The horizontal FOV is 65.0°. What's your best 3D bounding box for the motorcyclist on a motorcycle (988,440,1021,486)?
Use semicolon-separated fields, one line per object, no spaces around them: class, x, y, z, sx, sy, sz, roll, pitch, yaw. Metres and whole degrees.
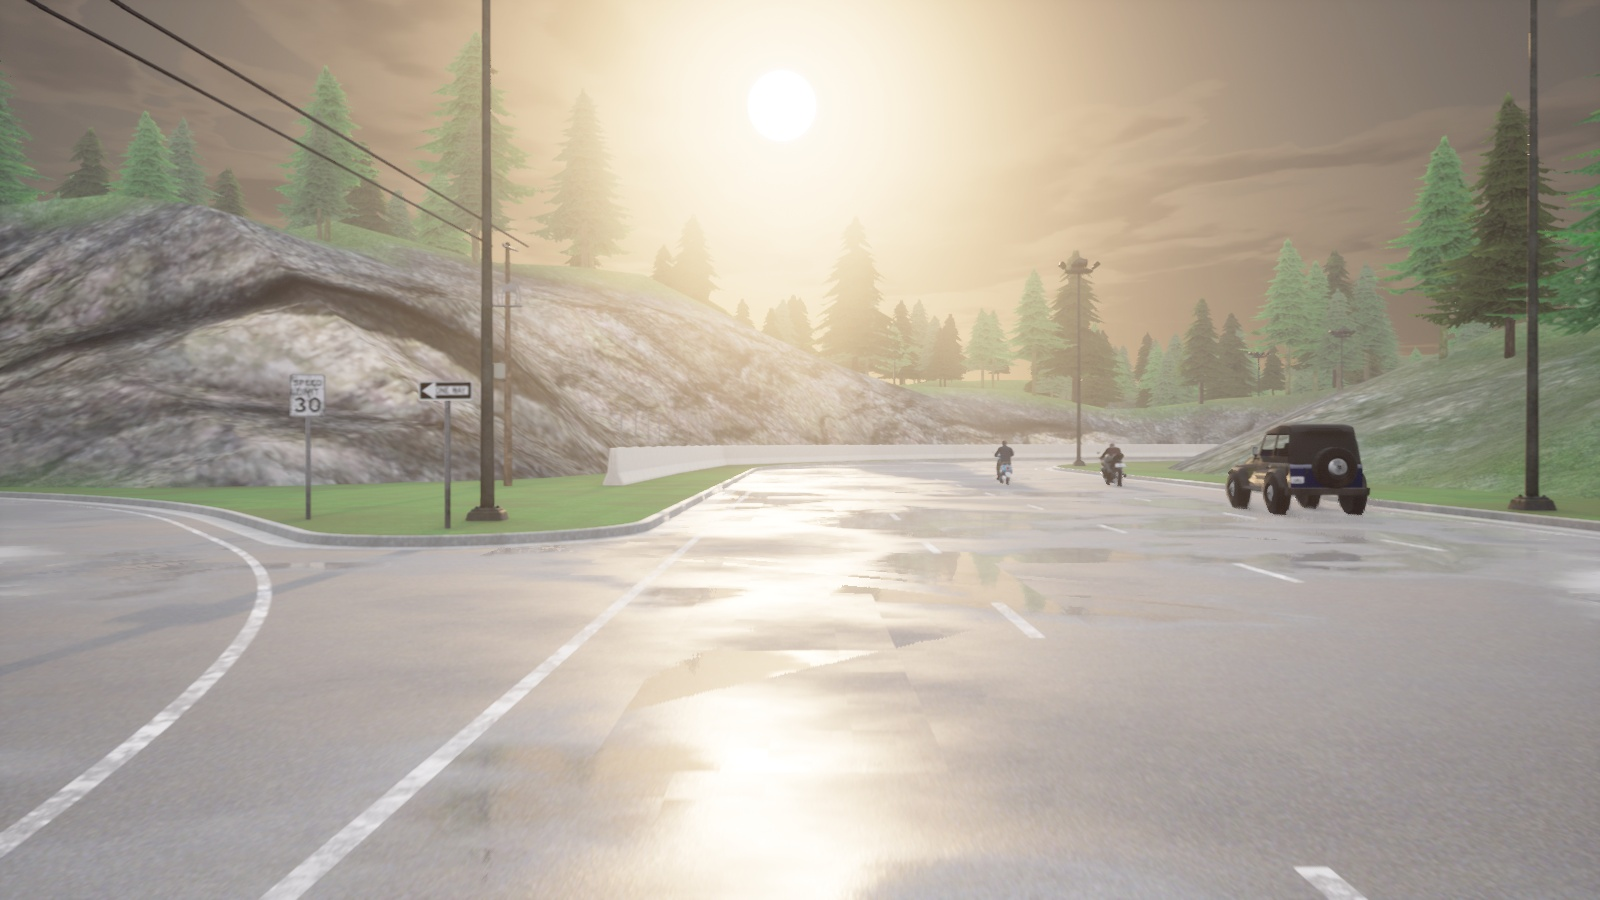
motorcyclist on a motorcycle;7.270;0.453;44.747;0.866;1.590;1.817;0;0;0

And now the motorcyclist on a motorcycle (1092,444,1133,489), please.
motorcyclist on a motorcycle;10.762;0.546;43.311;0.866;1.530;2.191;0;0;0

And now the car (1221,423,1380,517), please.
car;10.670;0.398;27.074;1.905;1.878;3.866;0;0;0
